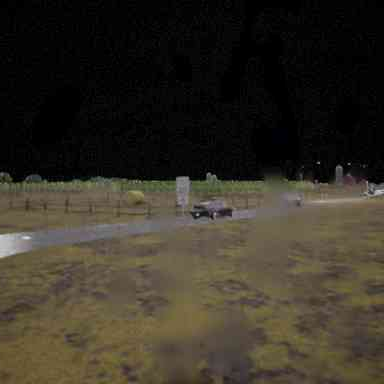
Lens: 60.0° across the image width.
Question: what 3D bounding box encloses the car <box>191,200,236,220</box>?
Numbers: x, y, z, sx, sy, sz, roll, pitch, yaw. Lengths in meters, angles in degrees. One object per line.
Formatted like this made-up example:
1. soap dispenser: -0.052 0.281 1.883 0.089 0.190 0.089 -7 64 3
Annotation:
1. car: 1.792 1.418 26.597 1.837 1.490 4.892 -2 -1 35

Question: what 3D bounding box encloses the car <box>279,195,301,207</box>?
1. car: 14.558 1.208 49.433 2.097 1.767 4.553 -2 0 35
